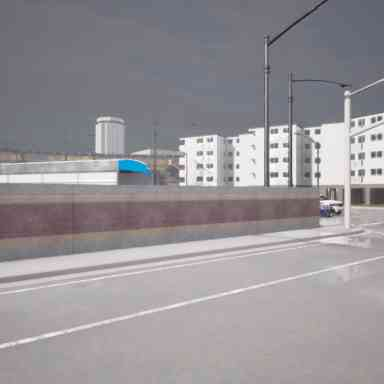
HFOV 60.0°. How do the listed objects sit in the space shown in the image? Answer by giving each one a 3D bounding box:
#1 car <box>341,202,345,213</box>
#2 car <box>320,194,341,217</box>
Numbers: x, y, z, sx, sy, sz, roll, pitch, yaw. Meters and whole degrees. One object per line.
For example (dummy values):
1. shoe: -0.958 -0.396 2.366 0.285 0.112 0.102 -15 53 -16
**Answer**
1. car: 12.620 1.221 33.799 2.150 2.045 5.566 0 0 -35
2. car: 10.710 1.352 30.364 2.097 1.767 4.553 0 0 -33
